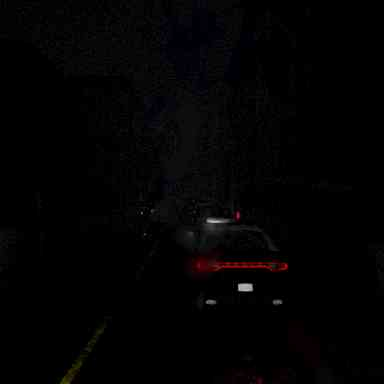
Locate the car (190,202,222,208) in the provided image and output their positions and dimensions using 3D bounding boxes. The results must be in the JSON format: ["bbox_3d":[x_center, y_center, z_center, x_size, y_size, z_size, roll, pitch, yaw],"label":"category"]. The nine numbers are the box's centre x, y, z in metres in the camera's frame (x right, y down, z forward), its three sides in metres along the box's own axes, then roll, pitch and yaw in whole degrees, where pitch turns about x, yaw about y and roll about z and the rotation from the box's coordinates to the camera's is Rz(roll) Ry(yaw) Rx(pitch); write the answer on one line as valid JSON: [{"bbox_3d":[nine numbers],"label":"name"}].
[{"bbox_3d":[0.939,1.503,18.152,1.837,1.490,4.892,0,0,0],"label":"car"}]

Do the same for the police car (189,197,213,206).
[{"bbox_3d":[0.952,1.422,24.262,1.930,1.638,5.238,0,0,0],"label":"police car"}]

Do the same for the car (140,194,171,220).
[{"bbox_3d":[-3.026,1.218,28.597,2.150,2.045,5.566,0,0,0],"label":"car"}]

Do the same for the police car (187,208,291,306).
[{"bbox_3d":[0.917,1.425,8.262,1.930,1.638,5.238,0,0,0],"label":"police car"}]

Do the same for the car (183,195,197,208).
[{"bbox_3d":[0.140,1.345,47.927,2.097,1.767,4.553,0,0,1],"label":"car"}]

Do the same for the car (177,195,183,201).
[{"bbox_3d":[-2.810,1.474,87.901,1.837,1.490,4.892,0,0,0],"label":"car"}]
